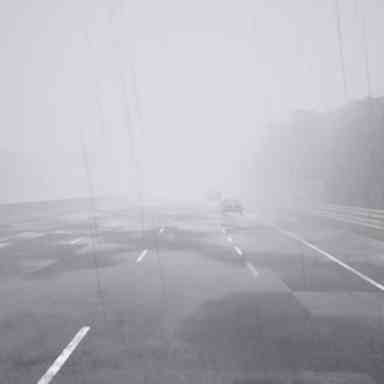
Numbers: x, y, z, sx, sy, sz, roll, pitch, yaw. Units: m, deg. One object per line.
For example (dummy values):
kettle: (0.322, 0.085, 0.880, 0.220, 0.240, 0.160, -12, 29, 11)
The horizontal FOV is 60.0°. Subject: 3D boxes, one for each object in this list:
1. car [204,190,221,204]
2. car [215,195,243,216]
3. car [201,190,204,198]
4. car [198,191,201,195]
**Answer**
car: (3.544, 0.782, 54.549, 2.150, 2.045, 5.566, 0, 1, 0)
car: (3.524, 1.295, 30.564, 2.033, 1.411, 5.357, 0, 1, 0)
car: (3.560, 0.830, 74.759, 1.994, 1.385, 4.181, 0, 1, 0)
car: (3.576, 0.334, 94.288, 2.097, 1.767, 4.553, 0, 1, 0)
